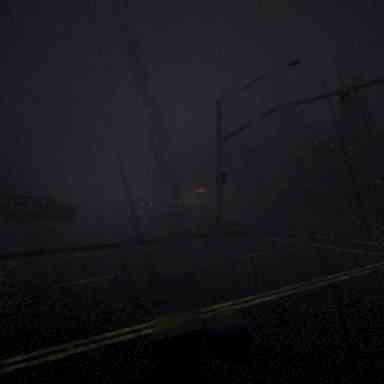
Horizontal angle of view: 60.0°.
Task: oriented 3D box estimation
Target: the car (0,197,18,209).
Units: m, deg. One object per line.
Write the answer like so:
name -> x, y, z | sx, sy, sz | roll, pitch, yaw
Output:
car -> -24.840, 1.392, 43.220 | 3.806, 1.475, 1.970 | 0, 0, -35

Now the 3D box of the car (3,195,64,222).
car -> -11.808, 1.154, 24.855 | 3.866, 1.878, 1.905 | 0, 0, -35

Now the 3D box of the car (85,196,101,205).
car -> -17.677, 1.500, 59.283 | 2.128, 1.511, 4.902 | 0, 0, -34

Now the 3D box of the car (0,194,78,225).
car -> -10.181, 1.151, 22.461 | 4.605, 1.855, 1.932 | 0, 0, -35

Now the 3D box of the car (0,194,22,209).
car -> -23.176, 1.153, 40.851 | 3.866, 1.878, 1.905 | 0, 0, -35

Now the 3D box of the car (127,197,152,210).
car -> -6.861, 1.496, 42.968 | 1.837, 1.490, 4.892 | 0, 0, -34
